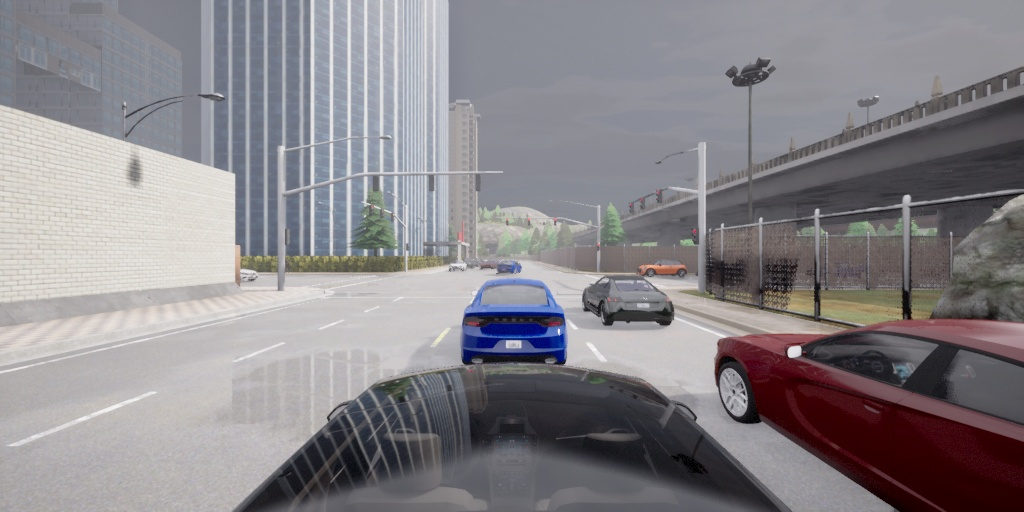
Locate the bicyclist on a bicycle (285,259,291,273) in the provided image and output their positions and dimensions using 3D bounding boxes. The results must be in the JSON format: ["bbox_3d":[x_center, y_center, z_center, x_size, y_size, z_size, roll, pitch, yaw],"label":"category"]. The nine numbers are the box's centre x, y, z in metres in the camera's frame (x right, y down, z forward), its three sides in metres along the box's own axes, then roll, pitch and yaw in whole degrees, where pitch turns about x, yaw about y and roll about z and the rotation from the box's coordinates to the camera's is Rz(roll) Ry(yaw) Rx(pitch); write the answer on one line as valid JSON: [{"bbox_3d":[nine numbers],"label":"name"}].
[{"bbox_3d":[-25.307,1.106,40.188,0.582,1.620,1.656,0,0,0],"label":"bicyclist on a bicycle"}]

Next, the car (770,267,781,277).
[{"bbox_3d":[23.733,1.406,35.516,4.718,1.301,1.895,0,0,0],"label":"car"}]

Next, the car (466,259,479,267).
[{"bbox_3d":[-7.069,1.314,64.795,1.994,1.385,4.181,0,0,-1],"label":"car"}]

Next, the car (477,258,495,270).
[{"bbox_3d":[-3.593,1.350,51.913,1.895,1.301,4.718,0,0,0],"label":"car"}]

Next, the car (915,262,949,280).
[{"bbox_3d":[39.068,1.283,32.033,5.008,1.535,1.882,0,0,0],"label":"car"}]

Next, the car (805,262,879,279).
[{"bbox_3d":[29.080,1.283,32.025,5.008,1.535,1.882,0,0,0],"label":"car"}]

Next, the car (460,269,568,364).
[{"bbox_3d":[0.052,1.228,8.069,1.882,1.535,5.008,0,0,1],"label":"car"}]

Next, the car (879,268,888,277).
[{"bbox_3d":[34.106,1.406,35.537,4.718,1.301,1.895,0,0,0],"label":"car"}]

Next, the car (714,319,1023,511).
[{"bbox_3d":[3.601,1.228,2.736,1.882,1.535,5.008,0,0,0],"label":"car"}]

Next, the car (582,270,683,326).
[{"bbox_3d":[3.573,1.314,11.730,1.994,1.385,4.181,0,0,0],"label":"car"}]

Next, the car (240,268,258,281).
[{"bbox_3d":[-22.642,1.331,28.232,4.674,1.442,1.812,0,0,0],"label":"car"}]

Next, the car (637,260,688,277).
[{"bbox_3d":[14.752,1.157,35.496,4.553,1.767,2.097,0,0,0],"label":"car"}]

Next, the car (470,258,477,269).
[{"bbox_3d":[-7.094,1.102,56.154,2.097,1.767,4.553,0,0,0],"label":"car"}]

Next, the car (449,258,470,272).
[{"bbox_3d":[-7.099,1.275,47.289,1.812,1.442,4.674,0,0,0],"label":"car"}]

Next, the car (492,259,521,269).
[{"bbox_3d":[-0.276,1.249,40.057,1.882,1.535,5.008,1,1,14],"label":"car"}]

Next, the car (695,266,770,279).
[{"bbox_3d":[19.391,1.353,32.007,5.357,1.411,2.033,0,0,0],"label":"car"}]
